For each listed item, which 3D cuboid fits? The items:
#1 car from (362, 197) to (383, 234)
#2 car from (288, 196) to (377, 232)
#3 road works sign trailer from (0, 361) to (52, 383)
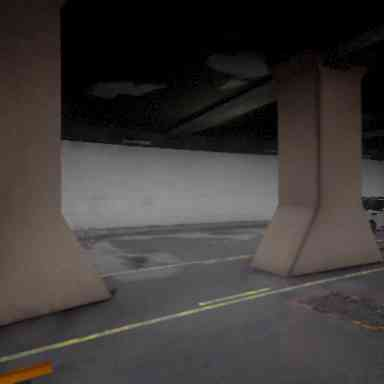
[{"bbox_3d":[9.941,1.302,18.170,5.566,2.045,2.150,0,-1,-25],"label":"car"},{"bbox_3d":[9.204,1.328,21.694,5.566,2.045,2.150,0,0,-25],"label":"car"},{"bbox_3d":[-2.647,0.495,2.640,2.880,3.560,2.380,0,0,-34],"label":"road works sign trailer"}]
